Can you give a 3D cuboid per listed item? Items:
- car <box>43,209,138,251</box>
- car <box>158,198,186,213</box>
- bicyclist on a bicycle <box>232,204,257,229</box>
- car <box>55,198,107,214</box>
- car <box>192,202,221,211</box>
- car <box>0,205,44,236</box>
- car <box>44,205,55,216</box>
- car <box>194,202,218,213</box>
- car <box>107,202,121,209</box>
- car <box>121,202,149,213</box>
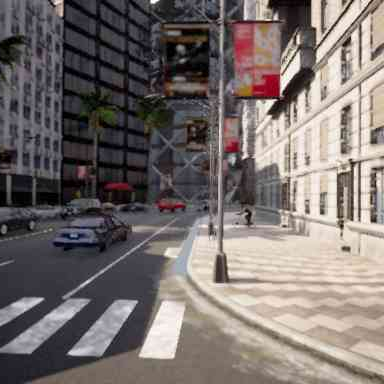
[{"bbox_3d":[-4.230,1.723,14.960,2.033,1.411,5.357,1,-1,5],"label":"car"},{"bbox_3d":[-2.799,1.890,47.761,2.150,2.045,5.566,0,-1,24],"label":"car"},{"bbox_3d":[3.562,1.674,22.503,1.656,1.620,0.582,0,-1,3],"label":"bicyclist on a bicycle"},{"bbox_3d":[-10.369,1.568,31.536,2.150,2.045,5.566,1,-1,5],"label":"car"},{"bbox_3d":[2.530,2.410,57.003,2.033,1.411,5.357,0,-1,40],"label":"car"},{"bbox_3d":[-11.052,1.672,19.657,1.837,1.490,4.892,1,-1,3],"label":"car"},{"bbox_3d":[-13.942,1.892,30.437,1.895,1.301,4.718,1,-1,4],"label":"car"},{"bbox_3d":[2.231,2.304,49.882,2.033,1.411,5.357,0,-1,30],"label":"car"},{"bbox_3d":[-11.694,2.042,44.155,1.812,1.442,4.674,0,-1,17],"label":"car"},{"bbox_3d":[-7.764,2.121,45.093,2.033,1.411,5.357,0,-1,20],"label":"car"}]
